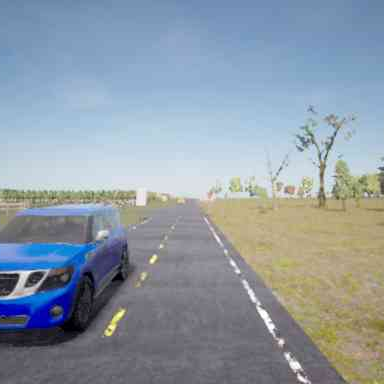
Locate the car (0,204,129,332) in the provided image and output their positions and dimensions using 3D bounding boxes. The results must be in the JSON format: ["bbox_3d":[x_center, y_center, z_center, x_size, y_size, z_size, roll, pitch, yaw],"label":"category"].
[{"bbox_3d":[-2.853,1.321,7.356,2.150,2.045,5.566,0,-1,0],"label":"car"}]

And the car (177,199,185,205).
[{"bbox_3d":[-2.795,2.608,88.381,1.882,1.535,5.008,0,-1,0],"label":"car"}]
